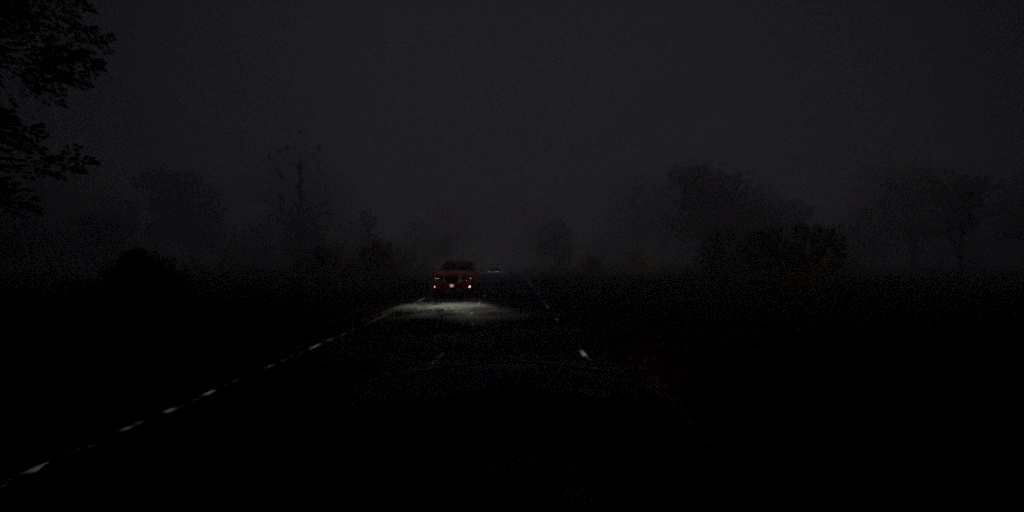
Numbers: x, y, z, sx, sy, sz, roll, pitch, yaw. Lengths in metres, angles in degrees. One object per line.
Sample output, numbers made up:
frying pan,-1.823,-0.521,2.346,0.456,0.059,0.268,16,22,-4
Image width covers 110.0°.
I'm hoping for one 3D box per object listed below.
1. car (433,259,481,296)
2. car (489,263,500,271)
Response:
car,-3.093,1.178,21.151,2.150,2.045,5.566,0,-1,0
car,-2.990,1.920,62.754,2.033,1.411,5.357,0,-1,1
